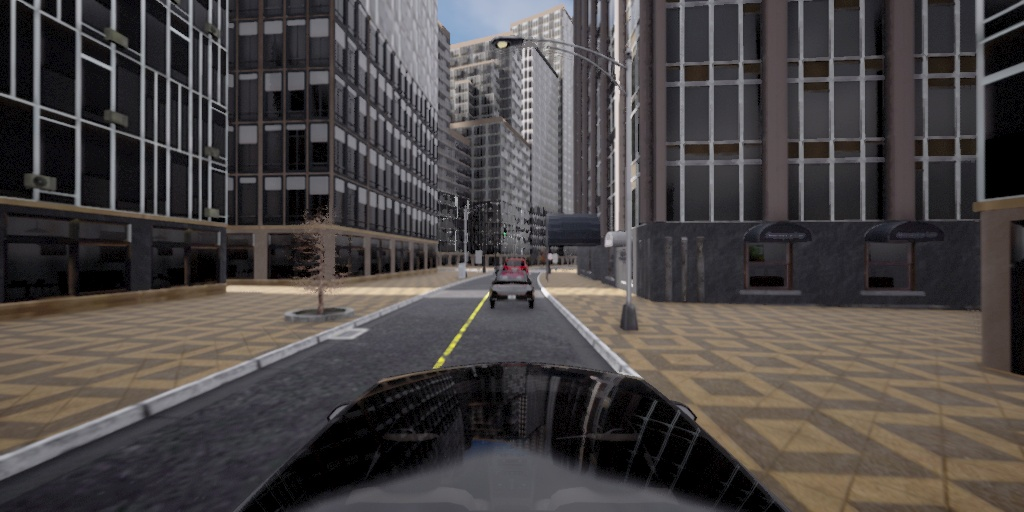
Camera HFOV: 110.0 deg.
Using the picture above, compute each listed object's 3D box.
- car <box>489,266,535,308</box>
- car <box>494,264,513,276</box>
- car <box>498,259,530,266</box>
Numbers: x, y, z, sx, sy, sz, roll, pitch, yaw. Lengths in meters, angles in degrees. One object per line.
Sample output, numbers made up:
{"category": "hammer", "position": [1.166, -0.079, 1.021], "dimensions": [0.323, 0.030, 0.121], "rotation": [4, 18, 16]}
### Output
{"category": "car", "position": [0.006, 1.387, 16.138], "dimensions": [2.128, 1.511, 4.902], "rotation": [0, -1, 0]}
{"category": "car", "position": [-1.034, 1.767, 46.346], "dimensions": [1.837, 1.490, 4.892], "rotation": [0, -1, 7]}
{"category": "car", "position": [0.358, 1.279, 30.778], "dimensions": [2.150, 2.045, 5.566], "rotation": [0, -1, 3]}
